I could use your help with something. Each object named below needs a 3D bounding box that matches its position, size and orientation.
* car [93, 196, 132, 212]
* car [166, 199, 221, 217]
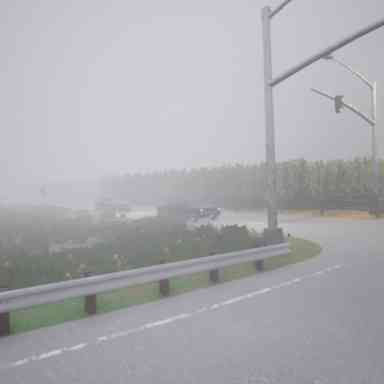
[{"bbox_3d":[-7.338,1.114,30.368,1.837,1.490,4.892,-4,2,-40],"label":"car"},{"bbox_3d":[-0.268,1.167,22.101,1.895,1.301,4.718,-4,2,-41],"label":"car"}]
